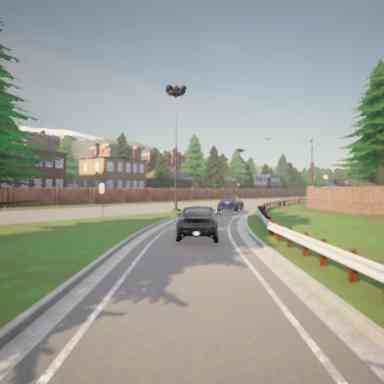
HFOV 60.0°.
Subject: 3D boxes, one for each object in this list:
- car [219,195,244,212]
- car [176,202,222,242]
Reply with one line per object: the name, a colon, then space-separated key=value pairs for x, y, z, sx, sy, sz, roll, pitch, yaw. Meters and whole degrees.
car: x=4.224 y=1.141 z=35.512 sx=2.097 sy=1.767 sz=4.553 roll=0 pitch=0 yaw=19
car: x=0.332 y=1.411 z=15.970 sx=1.837 sy=1.490 sz=4.892 roll=0 pitch=1 yaw=4
